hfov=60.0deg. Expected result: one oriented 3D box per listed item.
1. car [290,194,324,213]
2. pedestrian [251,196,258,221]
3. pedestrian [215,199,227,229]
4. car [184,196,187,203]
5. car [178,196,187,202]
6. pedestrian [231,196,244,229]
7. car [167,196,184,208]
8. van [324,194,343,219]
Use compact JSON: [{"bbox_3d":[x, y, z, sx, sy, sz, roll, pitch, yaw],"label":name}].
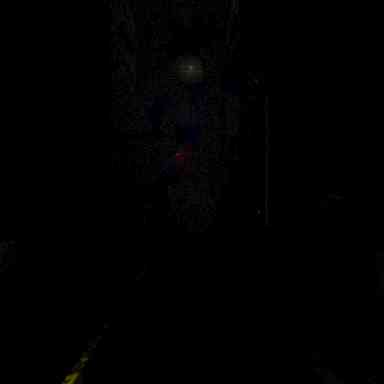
[{"bbox_3d":[12.456,1.100,33.349,5.009,1.841,2.192,-1,1,1],"label":"car"},{"bbox_3d":[3.653,1.131,19.210,0.375,1.860,0.375,0,0,1],"label":"pedestrian"},{"bbox_3d":[1.754,1.280,19.832,0.375,1.860,0.375,0,0,1],"label":"pedestrian"},{"bbox_3d":[-2.340,1.531,63.351,2.033,1.411,5.357,0,0,1],"label":"car"},{"bbox_3d":[-2.122,1.540,78.293,1.994,1.385,4.181,0,0,1],"label":"car"},{"bbox_3d":[2.562,1.129,18.623,0.375,1.860,0.375,0,0,1],"label":"pedestrian"},{"bbox_3d":[-2.547,1.540,48.342,1.994,1.385,4.181,0,0,1],"label":"car"},{"bbox_3d":[12.383,1.191,24.825,3.998,1.788,1.690,-1,1,1],"label":"van"}]
